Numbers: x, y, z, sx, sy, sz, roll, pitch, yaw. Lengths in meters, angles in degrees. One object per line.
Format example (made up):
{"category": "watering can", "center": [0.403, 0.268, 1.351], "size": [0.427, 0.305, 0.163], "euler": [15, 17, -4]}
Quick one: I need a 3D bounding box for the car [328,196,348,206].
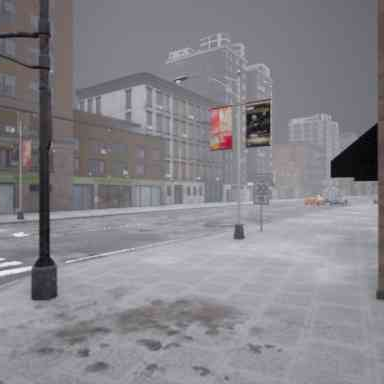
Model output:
{"category": "car", "center": [22.778, 1.394, 51.436], "size": [2.033, 1.411, 5.357], "euler": [0, 0, 34]}

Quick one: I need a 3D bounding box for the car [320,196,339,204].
{"category": "car", "center": [24.943, 1.397, 60.241], "size": [2.033, 1.411, 5.357], "euler": [0, 0, 37]}

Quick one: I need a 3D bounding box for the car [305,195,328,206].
{"category": "car", "center": [19.351, 1.205, 52.221], "size": [2.097, 1.767, 4.553], "euler": [0, 0, 35]}
